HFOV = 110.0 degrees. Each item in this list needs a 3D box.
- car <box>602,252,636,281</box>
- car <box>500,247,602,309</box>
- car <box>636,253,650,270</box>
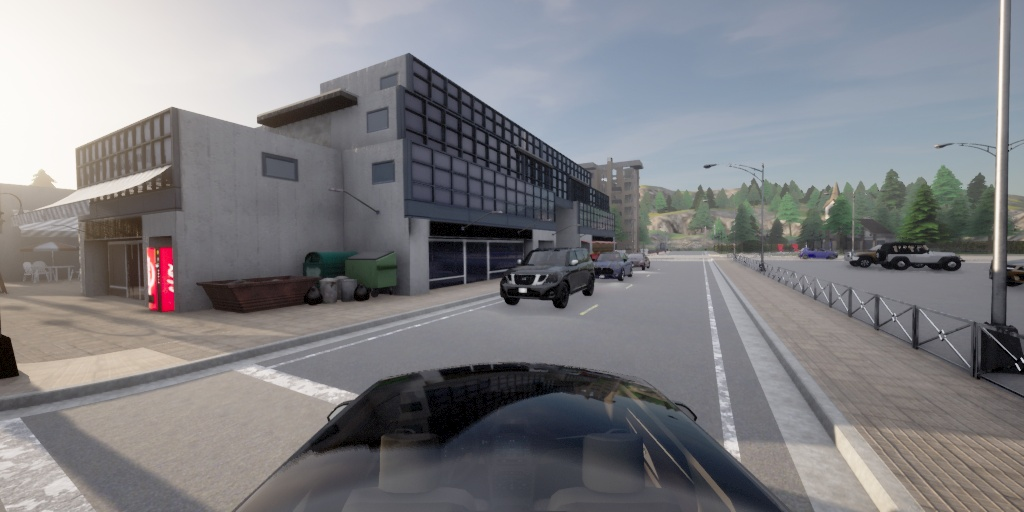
[{"bbox_3d":[6.231,0.544,22.666,2.097,1.767,4.553,0,2,28],"label":"car"},{"bbox_3d":[1.633,0.683,13.971,2.150,2.045,5.566,0,1,28],"label":"car"},{"bbox_3d":[11.018,0.438,31.709,1.812,1.442,4.674,0,2,28],"label":"car"}]
